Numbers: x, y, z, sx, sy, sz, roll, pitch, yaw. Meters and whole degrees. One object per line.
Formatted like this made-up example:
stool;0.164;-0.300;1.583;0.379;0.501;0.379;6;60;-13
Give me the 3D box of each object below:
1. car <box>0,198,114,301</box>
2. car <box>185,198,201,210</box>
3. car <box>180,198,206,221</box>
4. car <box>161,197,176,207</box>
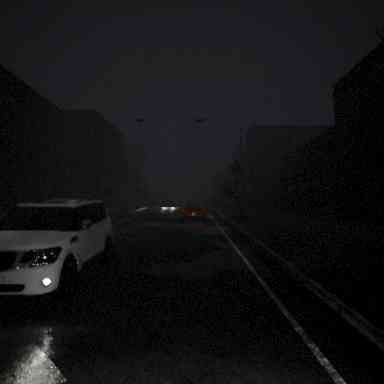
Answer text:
car;-3.601;1.219;8.698;2.150;2.045;5.566;0;0;0
car;0.063;1.509;43.034;1.994;1.385;4.181;0;0;0
car;0.096;1.448;26.764;1.882;1.535;5.008;0;0;0
car;-3.389;1.500;49.441;1.994;1.385;4.181;0;0;2
